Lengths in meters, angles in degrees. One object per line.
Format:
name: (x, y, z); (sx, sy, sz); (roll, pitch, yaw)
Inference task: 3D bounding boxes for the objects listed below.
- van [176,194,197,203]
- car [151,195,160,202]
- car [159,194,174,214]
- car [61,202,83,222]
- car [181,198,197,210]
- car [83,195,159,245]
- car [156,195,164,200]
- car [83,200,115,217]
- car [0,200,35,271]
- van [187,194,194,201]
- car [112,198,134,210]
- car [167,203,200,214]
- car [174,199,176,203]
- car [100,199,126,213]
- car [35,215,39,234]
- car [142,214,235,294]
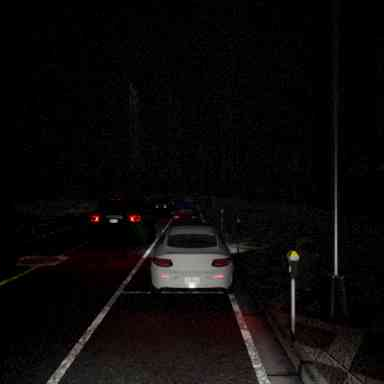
van: (-0.368, 1.345, 32.287); (1.690, 1.788, 3.998); (0, 0, 0)
car: (-8.912, 1.555, 81.278); (1.752, 1.417, 4.829); (0, 0, 0)
car: (-3.145, 1.355, 31.457); (2.097, 1.767, 4.553); (0, 0, 0)
car: (-8.918, 1.528, 26.609); (1.752, 1.417, 4.829); (0, 0, 0)
car: (-0.367, 1.550, 43.337); (1.887, 1.381, 4.507); (0, 0, 0)
car: (-3.048, 1.223, 15.685); (2.150, 2.045, 5.566); (0, 0, 0)
car: (-8.906, 1.586, 92.029); (1.887, 1.381, 4.507); (0, 0, 0)
car: (-8.919, 1.548, 32.304); (1.887, 1.381, 4.507); (0, 0, 0)
car: (-6.245, 1.222, 7.994); (2.150, 2.045, 5.566); (0, 0, 0)
van: (-0.380, 1.377, 86.847); (1.690, 1.788, 3.998); (0, 0, 0)
car: (-8.922, 1.550, 43.355); (1.887, 1.381, 4.507); (0, 0, 0)
car: (-0.370, 1.584, 21.237); (1.802, 1.307, 4.206); (0, 0, 0)
car: (-3.045, 1.554, 46.399); (2.033, 1.411, 5.357); (0, 0, 0)
car: (-8.921, 1.549, 37.830); (1.887, 1.381, 4.507); (0, 0, 0)
car: (-8.916, 1.546, 15.728); (1.887, 1.381, 4.507); (0, 0, 0)
car: (0.003, 1.526, 8.650); (1.812, 1.442, 4.674); (0, 0, 0)
